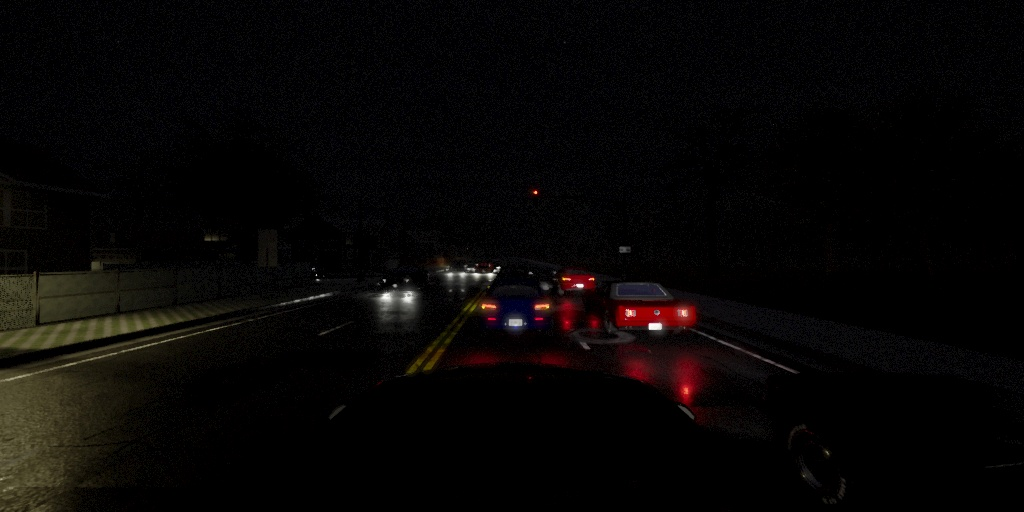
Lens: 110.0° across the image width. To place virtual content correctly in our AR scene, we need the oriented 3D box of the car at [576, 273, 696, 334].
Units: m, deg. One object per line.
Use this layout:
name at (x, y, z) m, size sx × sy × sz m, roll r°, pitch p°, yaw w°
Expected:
car at (3.340, 1.351, 10.543) m, size 1.895 × 1.301 × 4.718 m, roll 0°, pitch 0°, yaw 0°

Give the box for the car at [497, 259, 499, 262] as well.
car at (-3.315, 1.299, 52.508) m, size 1.994 × 1.385 × 4.181 m, roll 0°, pitch 0°, yaw 0°

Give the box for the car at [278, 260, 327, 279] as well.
car at (-18.198, 1.131, 30.372) m, size 4.553 × 1.767 × 2.097 m, roll 0°, pitch 0°, yaw 0°

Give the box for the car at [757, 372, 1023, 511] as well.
car at (3.348, 1.351, 1.375) m, size 1.895 × 1.301 × 4.718 m, roll 0°, pitch 0°, yaw 0°

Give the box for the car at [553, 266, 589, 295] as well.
car at (3.319, 1.276, 19.651) m, size 1.812 × 1.442 × 4.674 m, roll 0°, pitch 0°, yaw 0°

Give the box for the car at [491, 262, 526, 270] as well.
car at (0.066, 1.255, 19.324) m, size 1.837 × 1.490 × 4.892 m, roll 0°, pitch 0°, yaw 0°

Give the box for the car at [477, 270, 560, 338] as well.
car at (0.087, 1.276, 10.062) m, size 1.812 × 1.442 × 4.674 m, roll 0°, pitch 0°, yaw 0°

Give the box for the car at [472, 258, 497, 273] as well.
car at (-3.324, 1.094, 43.728) m, size 2.097 × 1.767 × 4.553 m, roll 0°, pitch 0°, yaw 0°

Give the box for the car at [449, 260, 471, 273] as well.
car at (-6.573, 1.244, 44.264) m, size 1.837 × 1.490 × 4.892 m, roll 0°, pitch 1°, yaw 0°

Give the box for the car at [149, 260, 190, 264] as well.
car at (-28.443, 1.148, 30.398) m, size 4.553 × 1.767 × 2.097 m, roll 0°, pitch 0°, yaw 0°

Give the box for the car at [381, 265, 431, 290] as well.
car at (-6.588, 1.297, 22.880) m, size 2.033 × 1.411 × 5.357 m, roll 0°, pitch 0°, yaw 0°
